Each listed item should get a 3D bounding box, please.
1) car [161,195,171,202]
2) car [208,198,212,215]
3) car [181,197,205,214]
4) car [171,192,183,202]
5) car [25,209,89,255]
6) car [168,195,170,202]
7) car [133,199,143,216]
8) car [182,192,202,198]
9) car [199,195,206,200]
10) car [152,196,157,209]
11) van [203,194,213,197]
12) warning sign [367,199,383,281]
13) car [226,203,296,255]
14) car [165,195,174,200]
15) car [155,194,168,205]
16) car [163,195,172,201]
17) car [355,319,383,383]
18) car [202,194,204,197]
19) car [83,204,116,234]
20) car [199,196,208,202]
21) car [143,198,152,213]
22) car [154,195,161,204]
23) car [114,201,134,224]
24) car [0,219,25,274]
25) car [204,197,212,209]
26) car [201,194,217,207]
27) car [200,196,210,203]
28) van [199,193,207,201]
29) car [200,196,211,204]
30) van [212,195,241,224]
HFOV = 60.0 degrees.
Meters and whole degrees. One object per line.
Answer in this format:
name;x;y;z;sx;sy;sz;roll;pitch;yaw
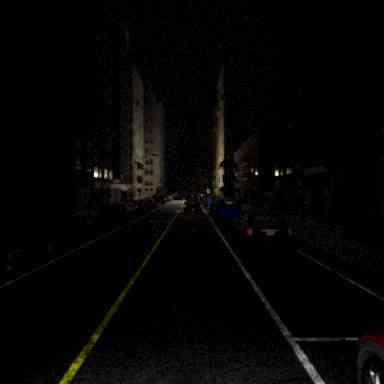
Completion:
car;-5.875;1.465;75.394;1.752;1.417;4.829;0;0;0
car;2.660;1.509;30.396;1.752;1.417;4.829;0;0;0
car;0.108;1.506;34.264;1.812;1.442;4.674;0;0;0
car;-3.017;1.402;74.798;1.812;1.442;4.674;0;0;0
car;-5.861;1.560;13.213;1.947;1.339;4.313;0;0;0
car;-5.873;1.503;64.227;2.008;1.369;4.403;0;0;0
car;-5.865;1.509;30.047;1.752;1.417;4.829;0;0;0
car;0.038;1.321;47.034;2.097;1.767;4.553;0;0;0
car;2.647;1.442;87.090;1.752;1.417;4.829;0;0;0
car;-5.868;1.519;41.553;1.887;1.381;4.507;0;0;0
van;2.657;1.315;41.565;1.690;1.788;3.998;0;0;0
warning sign;5.067;1.112;7.874;1.300;1.860;1.060;0;0;0
car;2.664;1.434;13.218;1.967;1.590;4.097;0;0;0
car;-5.878;1.468;86.900;2.008;1.369;4.403;0;0;0
car;-5.872;1.273;58.559;2.192;1.841;5.009;0;0;0
car;-5.877;1.454;81.063;1.752;1.417;4.829;0;0;0
car;2.667;1.439;1.880;1.967;1.590;4.097;0;0;0
car;2.656;1.409;47.234;1.967;1.590;4.097;0;0;0
car;-5.863;1.573;18.881;1.802;1.307;4.206;0;0;0
car;2.650;1.521;75.581;1.802;1.307;4.206;0;0;0
car;-5.866;1.545;35.886;1.947;1.339;4.313;0;0;0
car;-5.869;1.495;47.052;1.752;1.417;4.829;0;0;0
car;-5.864;1.554;24.549;1.947;1.339;4.313;0;0;0
car;-5.860;1.437;7.544;1.967;1.590;4.097;0;0;0
car;2.659;1.530;35.896;2.008;1.369;4.403;0;0;0
car;2.655;1.278;52.903;2.192;1.841;5.009;0;0;0
car;2.651;1.498;69.911;2.008;1.369;4.403;0;0;0
van;2.649;1.270;81.251;1.690;1.788;3.998;0;0;0
car;2.652;1.518;64.242;1.947;1.339;4.313;0;0;0
van;2.661;1.329;24.557;1.690;1.788;3.998;0;0;0
